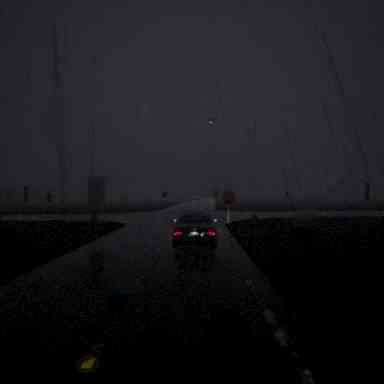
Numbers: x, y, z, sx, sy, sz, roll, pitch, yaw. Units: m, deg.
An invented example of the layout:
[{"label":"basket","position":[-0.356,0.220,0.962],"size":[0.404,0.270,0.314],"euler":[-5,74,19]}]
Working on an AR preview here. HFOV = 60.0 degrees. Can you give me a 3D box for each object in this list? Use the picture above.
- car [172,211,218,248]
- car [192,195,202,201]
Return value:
[{"label":"car","position":[0.138,1.560,14.623],"size":[2.033,1.411,5.357],"euler":[0,0,1]},{"label":"car","position":[1.178,1.403,79.600],"size":[1.812,1.442,4.674],"euler":[0,0,5]}]
